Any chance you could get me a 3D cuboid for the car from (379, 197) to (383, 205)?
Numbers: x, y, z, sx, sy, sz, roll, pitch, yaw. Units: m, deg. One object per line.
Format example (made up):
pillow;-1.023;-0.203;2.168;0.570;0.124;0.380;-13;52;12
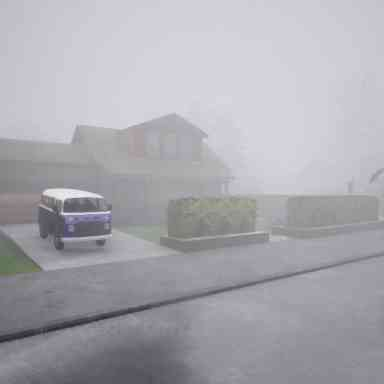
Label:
car;24.678;0.985;41.408;3.866;1.878;1.905;0;0;0
